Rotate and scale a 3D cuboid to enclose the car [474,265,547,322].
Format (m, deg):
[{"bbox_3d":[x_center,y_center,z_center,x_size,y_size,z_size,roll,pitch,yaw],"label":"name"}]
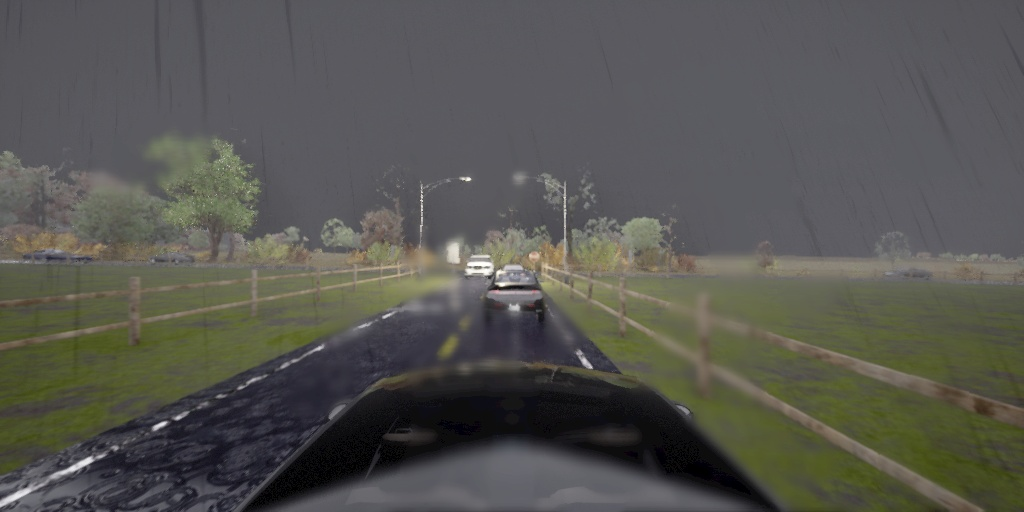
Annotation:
[{"bbox_3d":[0.097,1.221,12.160,2.128,1.511,4.902,0,0,0],"label":"car"}]

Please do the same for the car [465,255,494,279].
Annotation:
[{"bbox_3d":[-2.762,0.935,31.804,2.150,2.045,5.566,0,0,0],"label":"car"}]

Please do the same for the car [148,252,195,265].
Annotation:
[{"bbox_3d":[-42.061,0.290,44.314,4.902,1.511,2.128,1,1,0],"label":"car"}]
